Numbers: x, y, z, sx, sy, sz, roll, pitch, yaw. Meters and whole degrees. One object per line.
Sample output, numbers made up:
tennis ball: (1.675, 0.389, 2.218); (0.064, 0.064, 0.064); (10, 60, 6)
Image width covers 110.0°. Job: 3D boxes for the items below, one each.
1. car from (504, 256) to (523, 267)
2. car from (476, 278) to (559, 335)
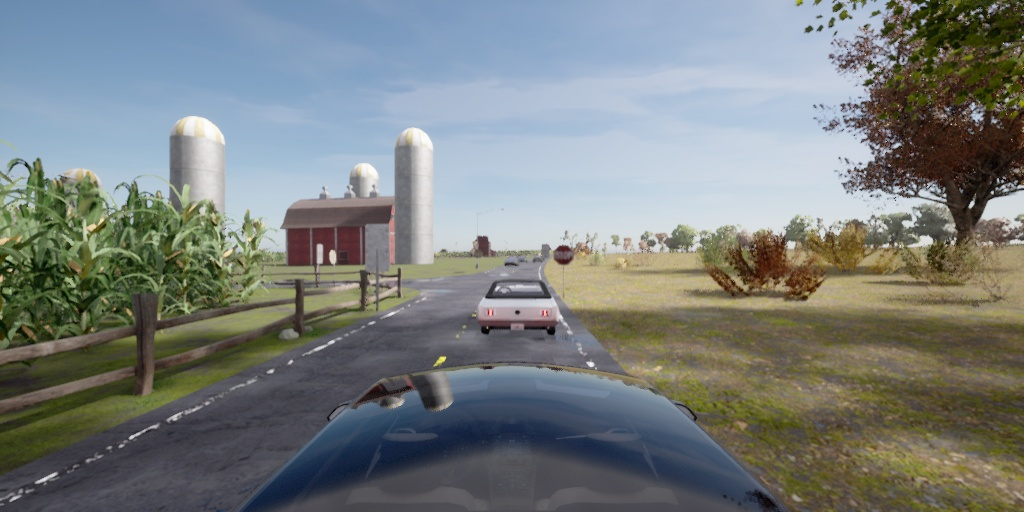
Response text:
car: (-0.001, 0.827, 52.146); (2.033, 1.411, 5.357); (0, 1, 6)
car: (0.195, 1.275, 10.220); (1.895, 1.301, 4.718); (0, 1, 2)
